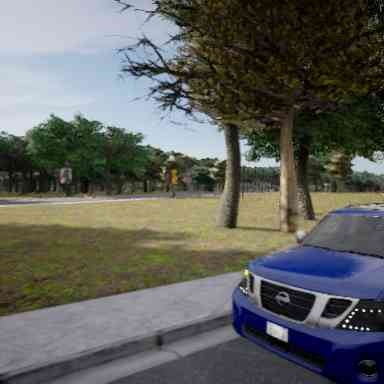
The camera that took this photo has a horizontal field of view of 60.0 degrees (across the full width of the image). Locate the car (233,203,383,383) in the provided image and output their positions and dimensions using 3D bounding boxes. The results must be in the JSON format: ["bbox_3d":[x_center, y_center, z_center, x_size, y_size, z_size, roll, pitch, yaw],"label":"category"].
[{"bbox_3d":[3.209,1.229,5.378,5.566,2.045,2.150,0,0,-36],"label":"car"}]
